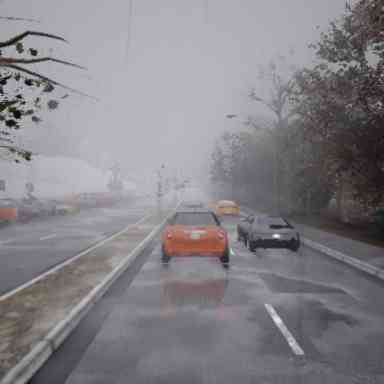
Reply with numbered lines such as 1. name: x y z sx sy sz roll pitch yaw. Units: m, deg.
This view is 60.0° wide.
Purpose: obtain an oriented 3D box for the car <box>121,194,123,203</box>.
1. car: -13.835 1.284 51.767 4.892 1.521 2.231 -1 1 -20

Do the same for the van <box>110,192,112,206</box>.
1. van: -13.741 1.128 45.843 4.442 1.987 1.878 -1 0 -20

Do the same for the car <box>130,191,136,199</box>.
1. car: -13.804 1.165 63.732 4.792 1.488 2.163 -1 0 -20

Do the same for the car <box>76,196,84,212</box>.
1. car: -13.830 1.505 33.875 4.792 1.488 2.163 -1 0 -20

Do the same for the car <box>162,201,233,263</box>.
1. car: 0.100 1.370 12.213 2.097 1.767 4.553 0 0 0

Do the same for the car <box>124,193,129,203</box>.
1. car: -13.807 1.084 57.740 4.553 1.767 2.185 -1 1 -20

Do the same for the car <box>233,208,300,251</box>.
1. car: 3.102 1.587 14.208 1.994 1.385 4.181 0 0 0

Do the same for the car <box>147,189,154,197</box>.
1. car: -13.784 0.574 87.748 5.566 2.045 2.435 -1 1 -20

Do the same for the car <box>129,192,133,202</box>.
1. car: -13.828 1.213 60.714 4.674 1.452 2.002 -1 1 -20

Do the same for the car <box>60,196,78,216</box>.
1. car: -13.688 1.489 30.948 5.366 1.575 1.946 -1 0 -20

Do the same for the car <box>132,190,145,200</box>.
1. car: -13.793 1.018 75.737 4.792 1.488 2.163 -1 0 -20

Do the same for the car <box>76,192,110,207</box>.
1. car: -13.879 1.141 42.800 5.566 2.045 2.435 -1 1 -20

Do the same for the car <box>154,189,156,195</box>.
1. car: -13.629 0.709 93.805 5.366 1.575 1.946 -1 1 -20

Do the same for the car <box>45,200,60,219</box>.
1. car: -13.890 1.542 27.879 4.792 1.488 2.163 -1 0 -20

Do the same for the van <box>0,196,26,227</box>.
1. van: -13.764 1.299 21.973 4.442 1.987 1.878 -1 0 -20

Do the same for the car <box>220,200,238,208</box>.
1. car: 3.108 1.478 30.804 1.882 1.535 5.008 0 0 0

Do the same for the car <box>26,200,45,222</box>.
1. car: -13.861 1.559 24.906 4.674 1.452 2.002 -1 0 -20

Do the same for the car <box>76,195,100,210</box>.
1. car: -13.848 1.463 39.832 4.674 1.452 2.002 -1 1 -20

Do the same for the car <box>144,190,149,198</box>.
1. car: -13.984 0.912 81.660 5.366 1.575 1.946 -1 1 -20

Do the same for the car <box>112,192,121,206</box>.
1. car: -13.822 1.068 48.796 5.566 2.045 2.435 -1 0 -20
